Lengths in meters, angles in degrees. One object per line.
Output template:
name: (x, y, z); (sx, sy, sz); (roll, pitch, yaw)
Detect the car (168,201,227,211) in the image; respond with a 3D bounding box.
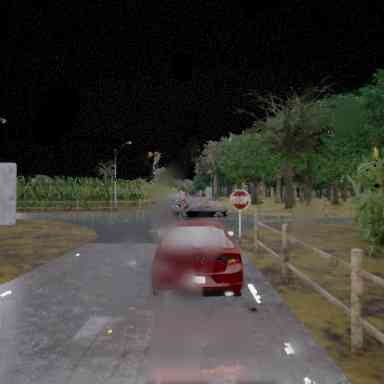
car: (0.606, 1.633, 27.617); (4.718, 1.301, 1.895); (0, -1, 0)

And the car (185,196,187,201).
car: (-2.289, 1.262, 66.948); (2.150, 2.045, 5.566); (0, 0, 1)

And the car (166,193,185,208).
car: (-2.551, 1.244, 48.480); (2.150, 2.045, 5.566); (0, 0, 1)

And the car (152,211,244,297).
car: (0.122, 1.481, 8.642); (1.882, 1.535, 5.008); (0, 0, 0)

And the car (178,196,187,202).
car: (-2.167, 1.573, 77.499); (1.812, 1.442, 4.674); (0, 0, 1)
